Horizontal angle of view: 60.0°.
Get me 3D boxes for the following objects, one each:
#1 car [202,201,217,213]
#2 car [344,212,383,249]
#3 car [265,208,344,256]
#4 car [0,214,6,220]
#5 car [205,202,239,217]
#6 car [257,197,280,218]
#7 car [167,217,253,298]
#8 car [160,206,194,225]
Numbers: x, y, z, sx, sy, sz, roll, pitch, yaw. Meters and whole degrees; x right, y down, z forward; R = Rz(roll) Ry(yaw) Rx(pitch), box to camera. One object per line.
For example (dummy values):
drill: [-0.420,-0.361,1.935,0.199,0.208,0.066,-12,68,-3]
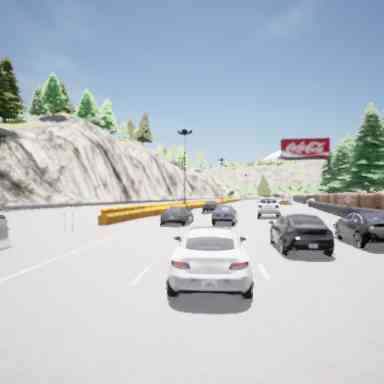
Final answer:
car: [2.566,1.904,42.490,1.837,1.490,4.892,0,0,14]
car: [8.093,1.662,15.391,2.128,1.511,4.902,0,-1,6]
car: [4.409,1.648,13.894,1.837,1.490,4.892,0,-1,5]
car: [-12.834,1.674,18.771,2.033,1.411,5.357,0,-1,7]
car: [2.641,1.800,26.542,2.033,1.411,5.357,0,-1,11]
car: [7.843,1.562,34.141,2.150,2.045,5.566,0,-1,13]
car: [0.470,1.607,8.655,1.812,1.442,4.674,0,-1,3]
car: [-1.076,1.797,25.738,1.994,1.385,4.181,0,0,11]
